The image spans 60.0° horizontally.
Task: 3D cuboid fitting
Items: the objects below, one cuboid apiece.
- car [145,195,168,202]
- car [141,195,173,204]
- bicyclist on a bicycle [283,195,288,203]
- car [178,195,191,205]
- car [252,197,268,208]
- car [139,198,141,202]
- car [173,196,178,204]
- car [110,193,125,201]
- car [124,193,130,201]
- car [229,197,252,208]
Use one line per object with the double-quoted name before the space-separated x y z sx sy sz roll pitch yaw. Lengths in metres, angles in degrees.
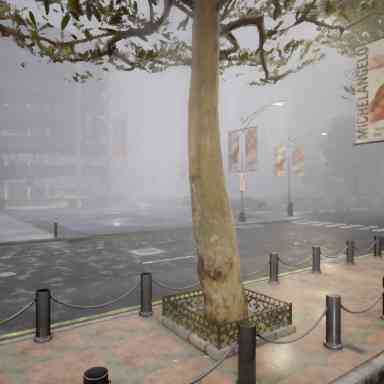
"car" -8.332 1.525 77.517 4.902 1.511 2.128 0 0 26
"car" -6.645 1.547 63.391 5.357 1.411 2.033 0 0 41
"bicyclist on a bicycle" 17.566 1.300 62.343 1.656 1.620 0.582 0 0 -36
"car" 0.177 1.352 55.536 2.097 1.767 4.553 0 0 -38
"car" 8.967 1.478 49.519 1.882 1.535 5.008 0 0 -37
"car" -9.545 1.524 74.216 4.674 1.442 1.812 0 0 26
"car" -3.234 1.491 64.982 4.902 1.511 2.128 0 0 44
"car" -18.821 1.545 77.841 4.718 1.301 1.895 0 0 11
"car" -17.888 1.165 81.215 5.566 2.045 2.150 0 0 11
"car" 5.660 1.547 48.129 2.033 1.411 5.357 0 0 -36
